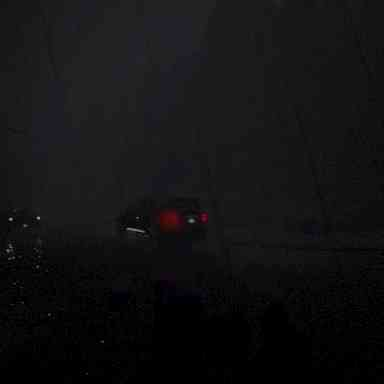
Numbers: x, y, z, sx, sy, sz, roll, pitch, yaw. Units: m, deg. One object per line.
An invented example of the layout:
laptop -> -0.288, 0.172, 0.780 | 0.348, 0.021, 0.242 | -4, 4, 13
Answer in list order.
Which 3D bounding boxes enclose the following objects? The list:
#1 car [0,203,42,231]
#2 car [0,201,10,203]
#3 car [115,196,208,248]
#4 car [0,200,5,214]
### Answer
car -> -10.724, 1.600, 20.647 | 1.895, 1.301, 4.718 | 0, 0, -35
car -> -16.016, 1.525, 28.077 | 1.812, 1.442, 4.674 | 0, 0, -35
car -> -1.567, 1.219, 15.251 | 2.150, 2.045, 5.566 | 0, 0, -36
car -> -21.762, 1.563, 36.168 | 1.994, 1.385, 4.181 | 0, 0, -35
